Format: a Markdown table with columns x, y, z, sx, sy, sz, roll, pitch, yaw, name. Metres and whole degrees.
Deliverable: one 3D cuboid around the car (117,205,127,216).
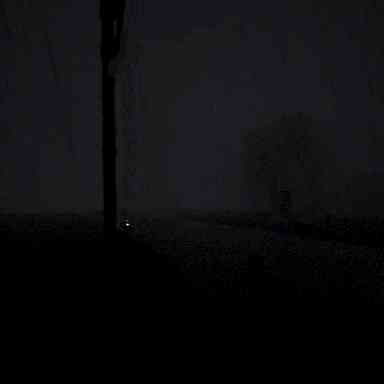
| x | y | z | sx | sy | sz | roll | pitch | yaw | name |
| --- | --- | --- | --- | --- | --- | --- | --- | --- | --- |
| -12.460 | 3.484 | 57.893 | 1.812 | 1.442 | 4.674 | -1 | -2 | -19 | car |
